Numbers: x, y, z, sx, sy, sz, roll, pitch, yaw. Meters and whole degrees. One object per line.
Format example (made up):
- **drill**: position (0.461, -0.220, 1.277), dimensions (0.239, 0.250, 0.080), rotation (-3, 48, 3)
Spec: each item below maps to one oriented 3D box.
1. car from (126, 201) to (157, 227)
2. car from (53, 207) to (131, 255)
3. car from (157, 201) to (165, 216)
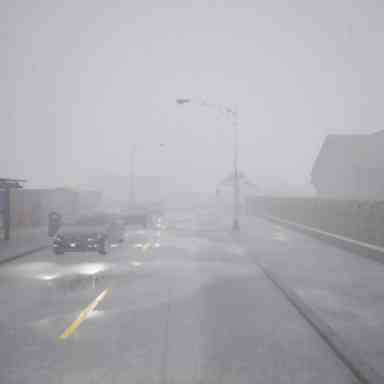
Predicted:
- **car**: position (-3.943, 1.594, 23.739), dimensions (1.882, 1.535, 5.008), rotation (0, -1, 1)
- **car**: position (-4.022, 1.565, 13.712), dimensions (1.837, 1.490, 4.892), rotation (0, 0, 1)
- **car**: position (-3.804, 1.710, 34.272), dimensions (1.837, 1.490, 4.892), rotation (0, 0, 0)
